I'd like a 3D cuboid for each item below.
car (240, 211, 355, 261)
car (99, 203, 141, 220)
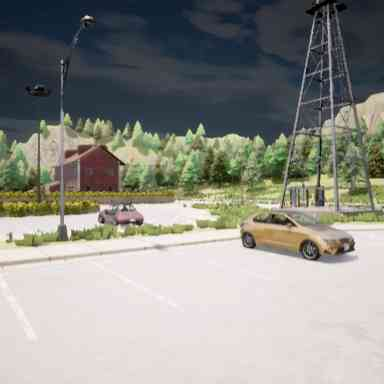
[{"bbox_3d":[3.640,1.450,12.076,1.816,1.474,4.193,0,0,-35],"label":"car"},{"bbox_3d":[-4.746,1.463,21.905,1.784,1.438,3.905,0,0,-35],"label":"car"}]
